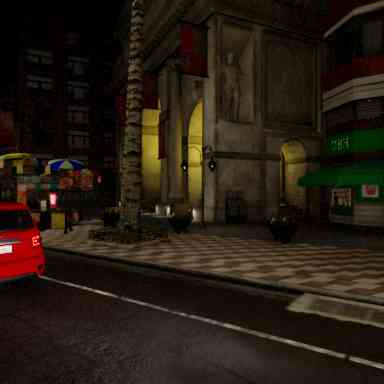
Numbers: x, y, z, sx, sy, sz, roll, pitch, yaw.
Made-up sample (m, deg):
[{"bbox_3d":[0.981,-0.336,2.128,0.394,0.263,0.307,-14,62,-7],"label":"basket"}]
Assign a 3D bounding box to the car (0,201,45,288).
[{"bbox_3d":[-5.856,1.221,8.059,5.566,2.045,2.150,0,0,36],"label":"car"}]
